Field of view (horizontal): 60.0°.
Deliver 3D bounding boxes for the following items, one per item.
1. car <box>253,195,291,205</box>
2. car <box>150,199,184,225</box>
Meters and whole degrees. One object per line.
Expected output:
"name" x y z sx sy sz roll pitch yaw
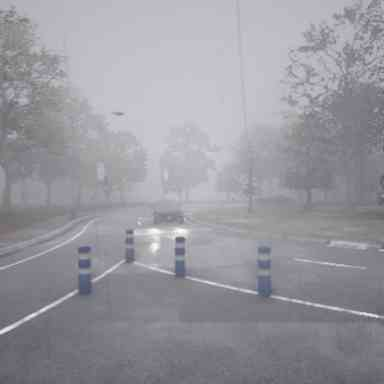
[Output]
"car" 10.637 1.011 44.355 4.718 1.301 1.895 -1 1 -16
"car" -1.816 1.272 22.399 1.882 1.535 5.008 -1 1 -10
